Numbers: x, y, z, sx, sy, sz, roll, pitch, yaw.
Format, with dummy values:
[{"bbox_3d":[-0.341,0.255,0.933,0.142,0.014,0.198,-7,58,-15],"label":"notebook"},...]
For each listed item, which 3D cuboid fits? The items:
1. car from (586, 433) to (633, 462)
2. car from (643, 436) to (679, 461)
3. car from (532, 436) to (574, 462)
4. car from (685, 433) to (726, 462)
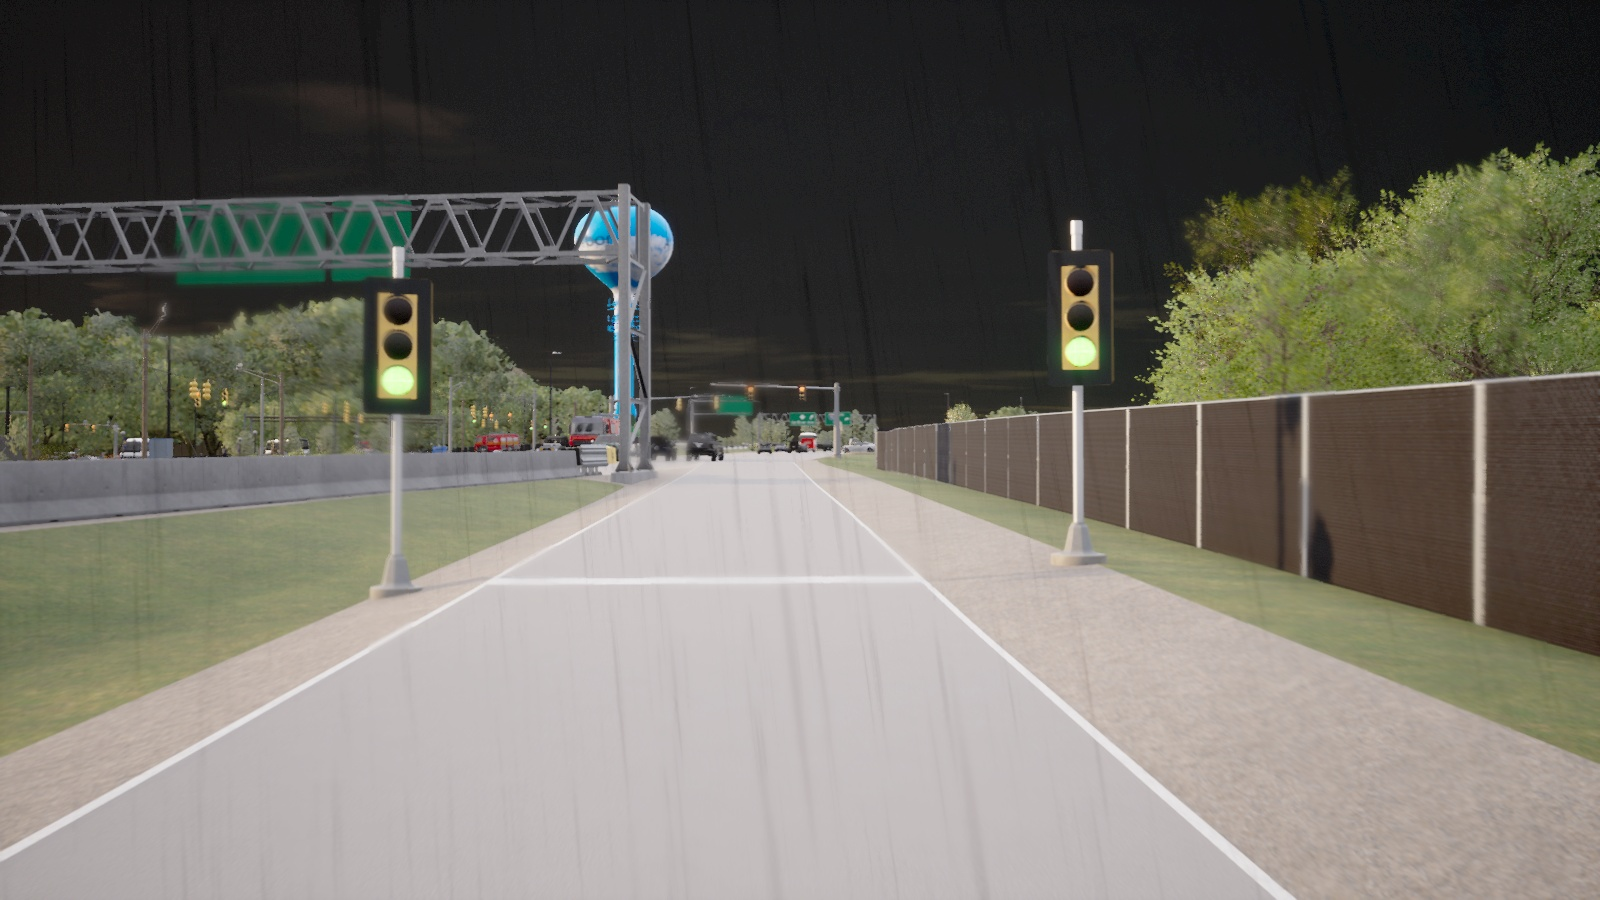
[{"bbox_3d":[-13.990,-0.177,92.595,2.150,2.045,5.566,0,0,5],"label":"car"},{"bbox_3d":[-10.351,-0.113,93.872,1.905,1.878,3.866,0,0,5],"label":"car"},{"bbox_3d":[-17.722,-0.084,90.333,1.905,1.878,3.866,0,0,5],"label":"car"},{"bbox_3d":[-6.937,-0.195,92.809,2.150,2.045,5.566,0,0,5],"label":"car"}]
